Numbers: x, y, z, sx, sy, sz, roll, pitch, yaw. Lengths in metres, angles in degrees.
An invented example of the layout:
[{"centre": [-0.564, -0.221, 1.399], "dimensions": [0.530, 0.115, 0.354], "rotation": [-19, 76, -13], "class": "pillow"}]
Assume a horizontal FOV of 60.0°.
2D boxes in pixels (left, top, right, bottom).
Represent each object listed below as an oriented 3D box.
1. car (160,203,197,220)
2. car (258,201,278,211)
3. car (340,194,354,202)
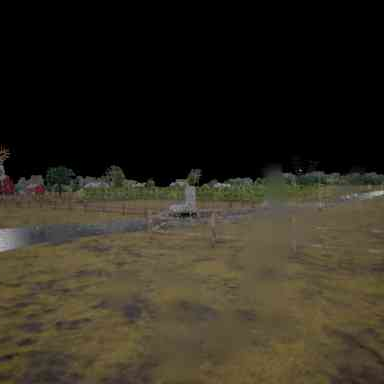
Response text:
[{"centre": [-1.474, 1.982, 35.105], "dimensions": [2.097, 1.767, 4.553], "rotation": [-2, -2, 36], "class": "car"}, {"centre": [12.403, 2.212, 54.077], "dimensions": [2.128, 1.511, 4.902], "rotation": [-2, -1, 36], "class": "car"}, {"centre": [39.420, 1.550, 85.387], "dimensions": [2.097, 1.767, 4.553], "rotation": [-2, 0, 36], "class": "car"}]
